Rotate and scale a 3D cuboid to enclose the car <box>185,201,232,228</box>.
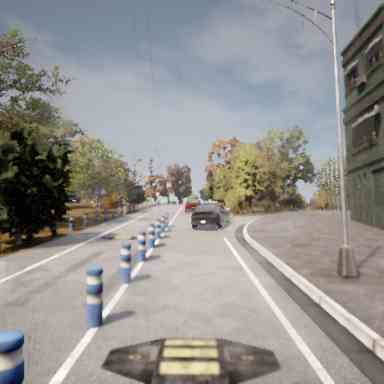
[{"bbox_3d":[1.362,1.502,22.237,1.837,1.490,4.892,-3,0,17],"label":"car"}]

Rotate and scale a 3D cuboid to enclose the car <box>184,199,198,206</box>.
[{"bbox_3d":[0.096,1.643,40.704,1.882,1.535,5.008,0,0,0],"label":"car"}]
